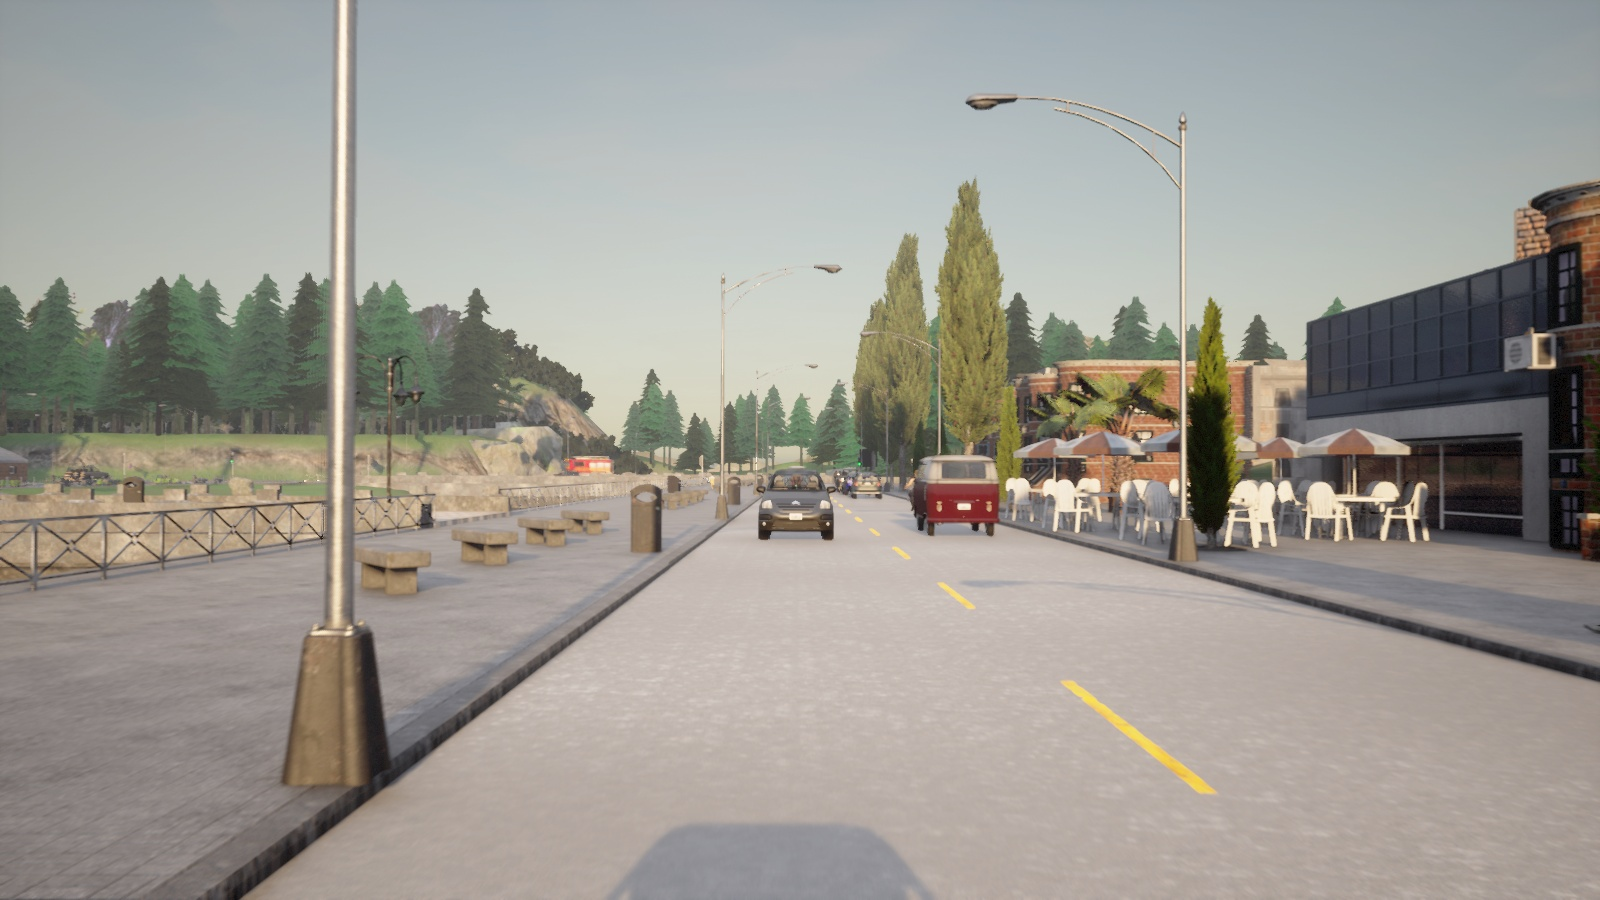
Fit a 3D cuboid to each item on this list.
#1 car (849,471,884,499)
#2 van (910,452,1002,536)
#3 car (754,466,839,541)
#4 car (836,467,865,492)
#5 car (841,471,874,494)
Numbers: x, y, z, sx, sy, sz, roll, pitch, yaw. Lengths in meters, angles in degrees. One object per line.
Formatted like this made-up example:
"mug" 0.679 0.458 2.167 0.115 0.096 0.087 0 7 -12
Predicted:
"car" 3.809 1.992 72.549 1.789 1.549 3.705 0 -1 0
"van" 3.914 1.089 32.131 1.775 1.987 4.442 0 -1 0
"car" -0.078 1.208 29.552 1.851 1.617 3.988 0 -1 0
"car" 3.753 2.193 94.243 1.932 1.855 4.605 0 -1 0
"car" 3.781 2.141 83.312 2.007 1.525 4.514 0 -1 0
